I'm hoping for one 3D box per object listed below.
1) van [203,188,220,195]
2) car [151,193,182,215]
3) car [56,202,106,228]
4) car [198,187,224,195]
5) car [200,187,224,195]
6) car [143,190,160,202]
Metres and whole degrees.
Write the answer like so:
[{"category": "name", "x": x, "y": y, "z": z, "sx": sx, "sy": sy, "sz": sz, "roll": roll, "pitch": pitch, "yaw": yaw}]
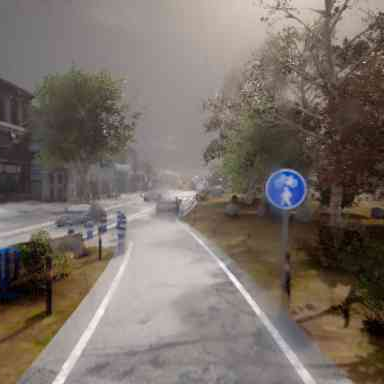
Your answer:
[{"category": "van", "x": 5.397, "y": -0.146, "z": 94.162, "sx": 4.442, "sy": 1.987, "sz": 1.878, "roll": 1, "pitch": 0, "yaw": -19}, {"category": "car", "x": -1.955, "y": 1.130, "z": 28.740, "sx": 2.128, "sy": 1.511, "sz": 4.902, "roll": 0, "pitch": 2, "yaw": 1}, {"category": "car", "x": -6.887, "y": 1.377, "z": 21.123, "sx": 1.812, "sy": 1.442, "sz": 4.674, "roll": 0, "pitch": 2, "yaw": 3}, {"category": "car", "x": 5.199, "y": -0.167, "z": 82.295, "sx": 5.566, "sy": 2.045, "sz": 2.435, "roll": 1, "pitch": 0, "yaw": -19}, {"category": "car", "x": 5.180, "y": -0.168, "z": 85.223, "sx": 5.566, "sy": 2.045, "sz": 2.435, "roll": 1, "pitch": 0, "yaw": -19}, {"category": "car", "x": -5.669, "y": 0.486, "z": 48.203, "sx": 2.097, "sy": 1.767, "sz": 4.553, "roll": 0, "pitch": 2, "yaw": 3}]
